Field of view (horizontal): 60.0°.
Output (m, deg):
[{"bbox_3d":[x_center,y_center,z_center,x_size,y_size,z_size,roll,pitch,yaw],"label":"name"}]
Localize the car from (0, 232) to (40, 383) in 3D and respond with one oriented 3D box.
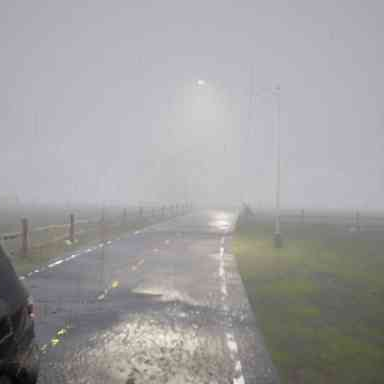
[{"bbox_3d":[-2.423,1.223,0.687,2.150,2.045,5.566,0,-1,0],"label":"car"}]
